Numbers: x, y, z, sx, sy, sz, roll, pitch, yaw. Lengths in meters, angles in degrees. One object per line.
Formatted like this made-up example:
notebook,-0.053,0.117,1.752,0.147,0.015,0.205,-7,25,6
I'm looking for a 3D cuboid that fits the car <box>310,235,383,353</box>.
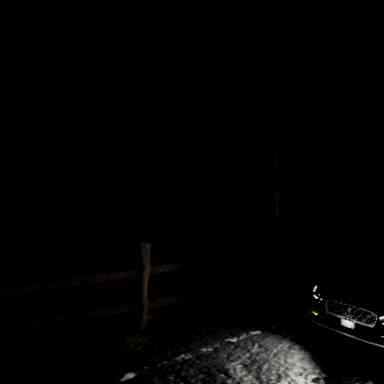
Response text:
car,4.137,1.542,6.044,4.892,1.490,1.837,-1,1,-36
